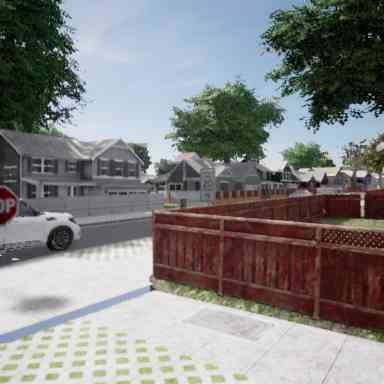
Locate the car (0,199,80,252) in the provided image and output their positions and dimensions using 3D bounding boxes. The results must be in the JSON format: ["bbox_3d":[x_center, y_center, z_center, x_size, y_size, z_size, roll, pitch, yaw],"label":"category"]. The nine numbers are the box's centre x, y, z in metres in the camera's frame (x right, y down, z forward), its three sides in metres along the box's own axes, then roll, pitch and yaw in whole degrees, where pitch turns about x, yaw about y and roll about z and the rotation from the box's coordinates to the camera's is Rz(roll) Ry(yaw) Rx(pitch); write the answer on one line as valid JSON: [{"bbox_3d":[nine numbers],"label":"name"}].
[{"bbox_3d":[-6.426,1.131,10.741,2.150,2.045,5.566,0,1,35],"label":"car"}]

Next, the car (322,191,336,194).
[{"bbox_3d":[20.141,0.605,48.652,2.033,1.411,5.357,0,1,35],"label":"car"}]

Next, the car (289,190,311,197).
[{"bbox_3d":[15.043,0.491,46.166,2.097,1.767,4.553,0,1,35],"label":"car"}]
